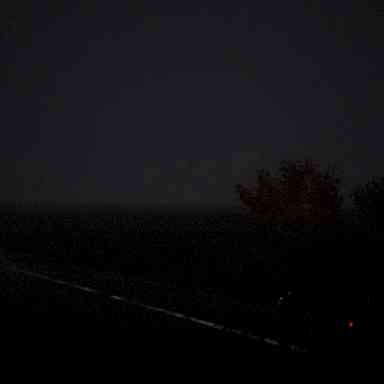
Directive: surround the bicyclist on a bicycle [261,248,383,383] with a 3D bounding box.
[{"bbox_3d":[1.567,1.513,3.927,1.656,1.620,0.582,0,-1,37],"label":"bicyclist on a bicycle"}]
